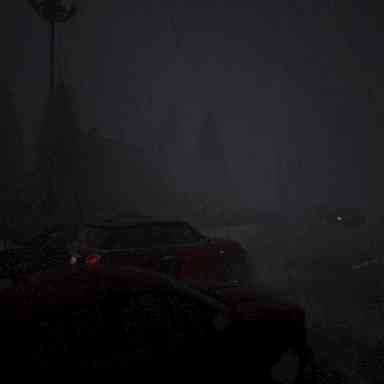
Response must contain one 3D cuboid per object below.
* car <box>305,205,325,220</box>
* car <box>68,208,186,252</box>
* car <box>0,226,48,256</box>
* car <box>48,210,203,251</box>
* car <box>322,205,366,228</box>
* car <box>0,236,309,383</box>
[{"bbox_3d":[12.295,1.937,31.753,1.994,1.385,4.181,0,-1,35],"label":"car"},{"bbox_3d":[-2.812,1.585,15.185,5.008,1.535,1.882,1,0,-40],"label":"car"},{"bbox_3d":[-3.590,1.657,9.951,4.718,1.301,1.895,1,-1,-38],"label":"car"},{"bbox_3d":[-0.673,1.414,7.911,4.553,1.767,2.097,1,-1,-38],"label":"car"},{"bbox_3d":[11.755,1.876,25.210,1.994,1.385,4.181,0,-1,39],"label":"car"},{"bbox_3d":[-0.833,1.499,3.368,5.008,1.535,1.882,1,0,-37],"label":"car"}]
